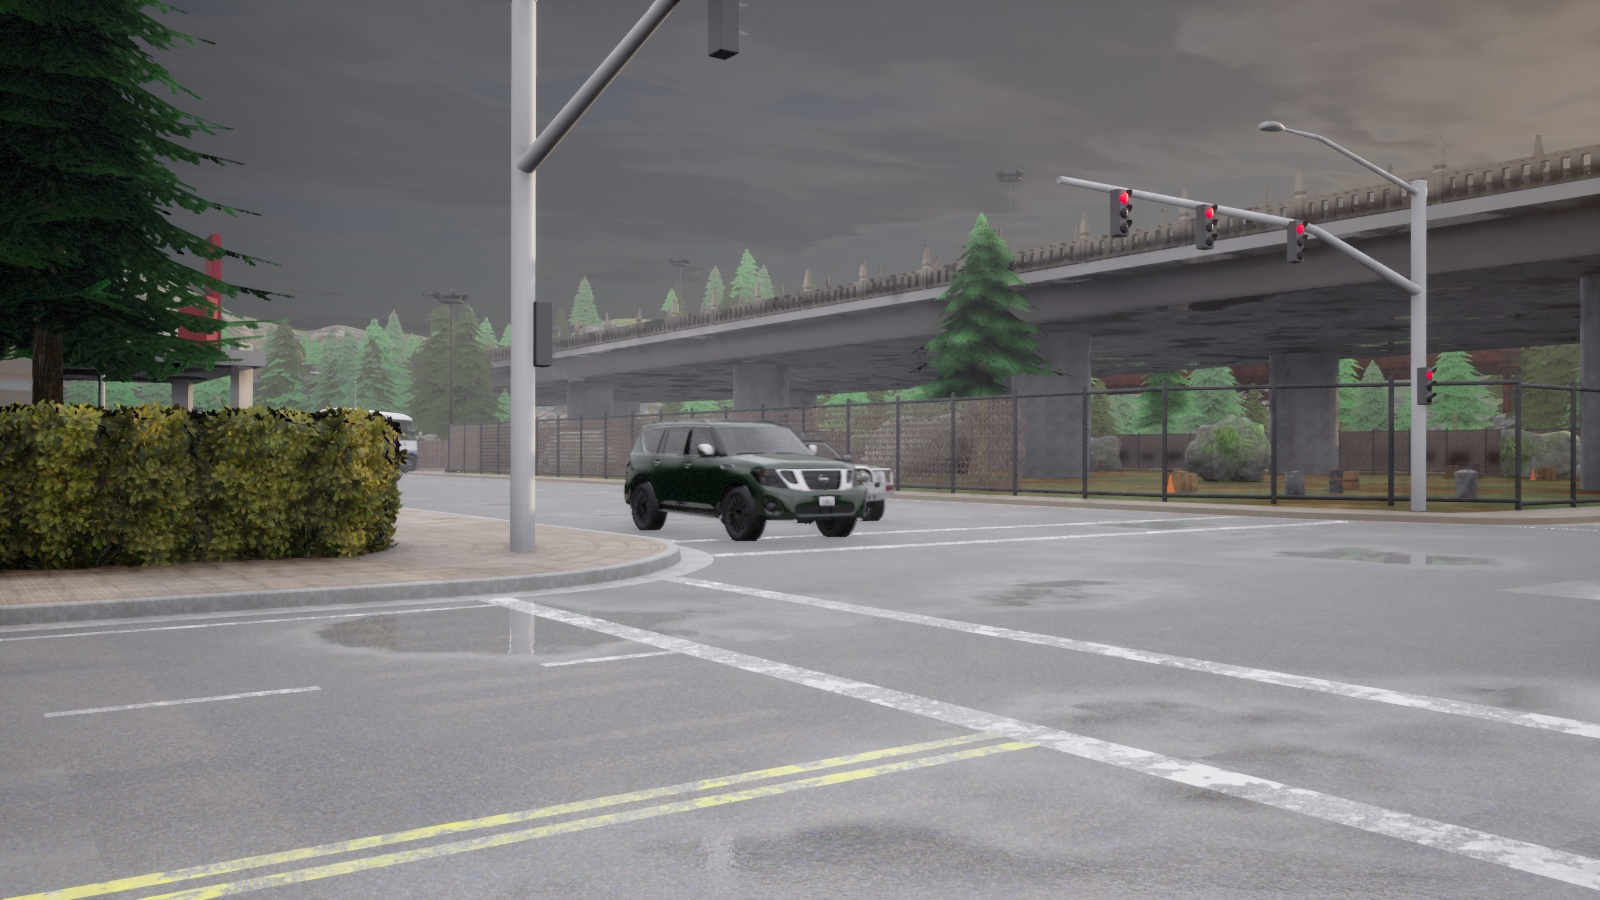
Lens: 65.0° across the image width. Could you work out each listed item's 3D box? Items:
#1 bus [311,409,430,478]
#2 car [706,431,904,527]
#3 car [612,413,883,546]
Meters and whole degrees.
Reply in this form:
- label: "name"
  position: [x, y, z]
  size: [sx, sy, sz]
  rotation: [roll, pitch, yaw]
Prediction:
- label: "bus"
  position: [-28.695, -0.379, 84.591]
  size: [3.944, 4.253, 10.273]
  rotation: [-1, 0, 3]
- label: "car"
  position: [0.009, 0.571, 26.784]
  size: [1.932, 1.855, 4.605]
  rotation: [0, 0, -35]
- label: "car"
  position: [-1.109, 0.465, 22.252]
  size: [2.150, 2.045, 5.566]
  rotation: [0, 0, -35]
